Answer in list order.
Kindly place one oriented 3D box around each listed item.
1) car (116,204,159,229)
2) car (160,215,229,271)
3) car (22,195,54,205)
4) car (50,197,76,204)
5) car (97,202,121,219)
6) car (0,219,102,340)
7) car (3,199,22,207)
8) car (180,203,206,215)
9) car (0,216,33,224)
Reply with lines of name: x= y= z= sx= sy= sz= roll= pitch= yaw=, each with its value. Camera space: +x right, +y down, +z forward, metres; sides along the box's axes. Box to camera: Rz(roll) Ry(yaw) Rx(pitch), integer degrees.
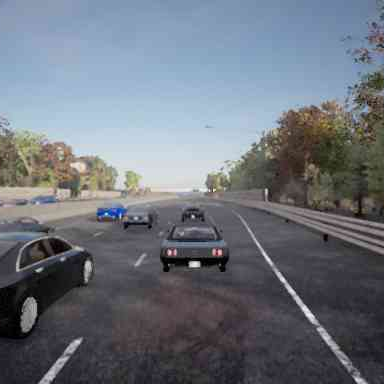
car: x=-3.435 y=1.675 z=22.934 sx=2.033 sy=1.411 sz=5.357 roll=0 pitch=0 yaw=0
car: x=0.082 y=1.662 z=11.135 sx=1.895 sy=1.301 sz=4.718 roll=0 pitch=0 yaw=0
car: x=-21.075 y=1.500 z=46.759 sx=2.150 sy=2.045 sz=5.566 roll=0 pitch=-1 yaw=0
car: x=-17.580 y=1.782 z=46.610 sx=1.837 sy=1.490 sz=4.892 roll=0 pitch=-1 yaw=0
car: x=-6.914 y=1.643 z=29.316 sx=1.882 sy=1.535 sz=5.008 roll=0 pitch=0 yaw=0
car: x=-3.443 y=1.543 z=6.595 sx=1.837 sy=1.490 sz=4.892 roll=0 pitch=0 yaw=0
car: x=-24.575 y=1.769 z=46.796 sx=2.128 sy=1.511 sz=4.902 roll=0 pitch=-1 yaw=0
car: x=0.084 y=1.662 z=28.050 sx=1.837 sy=1.490 sz=4.892 roll=0 pitch=0 yaw=0
car: x=-6.914 y=1.635 z=12.971 sx=1.994 sy=1.385 sz=4.181 roll=0 pitch=0 yaw=0
